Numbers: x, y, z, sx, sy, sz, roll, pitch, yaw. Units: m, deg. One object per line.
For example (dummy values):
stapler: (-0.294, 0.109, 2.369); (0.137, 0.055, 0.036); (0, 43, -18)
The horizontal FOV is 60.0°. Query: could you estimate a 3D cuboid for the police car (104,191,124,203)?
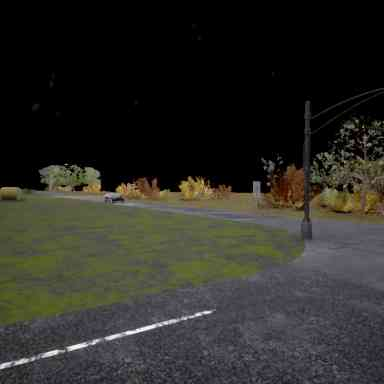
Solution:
police car: (-11.649, 0.744, 49.739); (1.930, 1.638, 5.238); (1, 0, -32)
